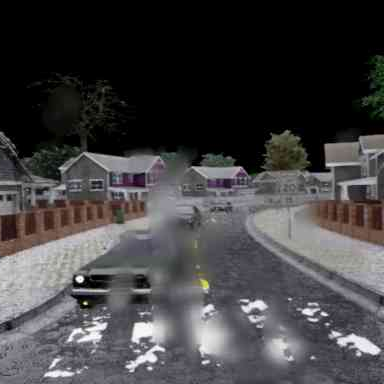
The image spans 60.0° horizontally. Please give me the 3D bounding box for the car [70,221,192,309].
[{"bbox_3d":[-1.188,1.657,8.158,1.895,1.301,4.718,-1,0,4],"label":"car"}]

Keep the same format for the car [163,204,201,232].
[{"bbox_3d":[-0.533,1.567,21.165,1.882,1.535,5.008,-1,0,8],"label":"car"}]

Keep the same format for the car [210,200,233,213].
[{"bbox_3d":[3.412,1.652,38.352,1.994,1.385,4.181,-1,0,19],"label":"car"}]

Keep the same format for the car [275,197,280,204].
[{"bbox_3d":[17.456,1.321,62.478,2.097,1.767,4.553,-1,0,41],"label":"car"}]
